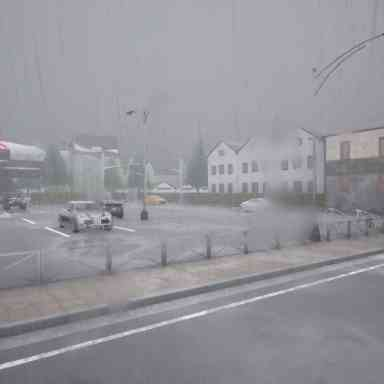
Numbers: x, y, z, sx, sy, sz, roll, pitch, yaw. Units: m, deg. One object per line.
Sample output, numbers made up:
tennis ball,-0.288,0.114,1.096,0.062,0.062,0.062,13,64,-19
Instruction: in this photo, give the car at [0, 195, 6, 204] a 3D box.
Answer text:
car,-39.548,1.495,65.854,4.611,1.667,2.242,0,0,-36

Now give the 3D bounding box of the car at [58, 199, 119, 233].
car,-5.683,1.248,17.625,1.970,1.475,3.806,0,0,-36

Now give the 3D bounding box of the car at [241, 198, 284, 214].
car,6.855,1.349,32.748,1.812,1.442,4.674,0,0,-36

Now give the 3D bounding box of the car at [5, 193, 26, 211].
car,-20.193,1.092,37.895,1.905,1.878,3.866,0,0,-36

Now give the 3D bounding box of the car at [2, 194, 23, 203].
car,-39.319,1.328,72.983,3.866,1.878,1.905,0,0,-36

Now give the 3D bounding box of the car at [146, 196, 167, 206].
car,-5.637,1.301,50.397,1.882,1.535,5.008,0,0,-35

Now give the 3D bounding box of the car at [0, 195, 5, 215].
car,-18.283,1.113,29.585,1.932,1.855,4.605,0,0,-36

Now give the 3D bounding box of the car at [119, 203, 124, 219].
car,-6.810,1.313,25.488,2.007,1.523,4.514,0,0,-36
